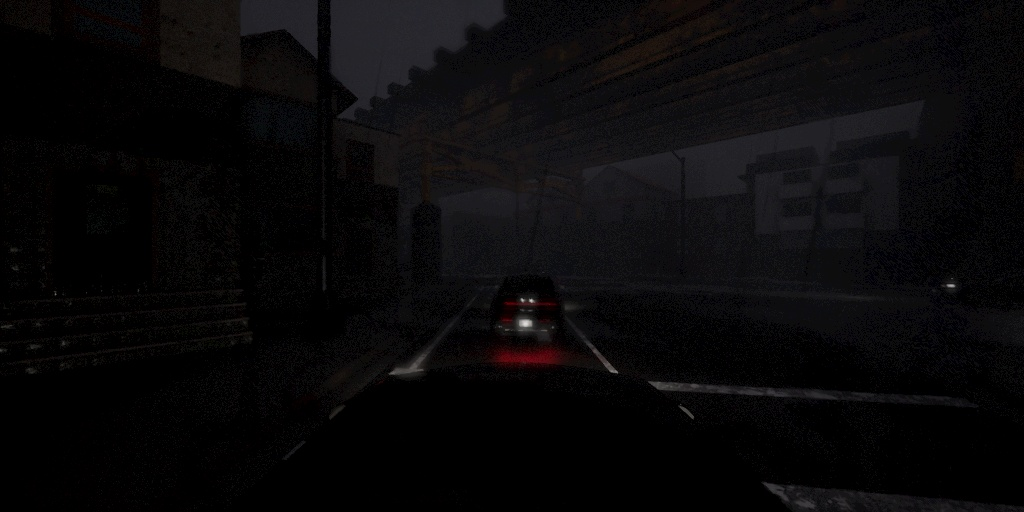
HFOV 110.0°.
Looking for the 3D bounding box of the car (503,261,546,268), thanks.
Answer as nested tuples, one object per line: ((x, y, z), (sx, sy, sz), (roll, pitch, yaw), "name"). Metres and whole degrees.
((1.040, 1.244, 32.979), (2.128, 1.511, 4.902), (0, 0, -45), "car")

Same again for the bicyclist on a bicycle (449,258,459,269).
((-8.572, 1.057, 53.037), (1.656, 1.620, 0.582), (0, 0, -45), "bicyclist on a bicycle")

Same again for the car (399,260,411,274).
((-11.212, 1.258, 40.106), (1.837, 1.490, 4.892), (0, 0, -44), "car")

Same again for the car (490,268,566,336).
((0.493, 1.256, 10.422), (1.837, 1.490, 4.892), (0, 0, 4), "car")

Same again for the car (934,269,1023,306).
((20.040, 1.242, 13.793), (2.128, 1.511, 4.902), (0, 0, -45), "car")
